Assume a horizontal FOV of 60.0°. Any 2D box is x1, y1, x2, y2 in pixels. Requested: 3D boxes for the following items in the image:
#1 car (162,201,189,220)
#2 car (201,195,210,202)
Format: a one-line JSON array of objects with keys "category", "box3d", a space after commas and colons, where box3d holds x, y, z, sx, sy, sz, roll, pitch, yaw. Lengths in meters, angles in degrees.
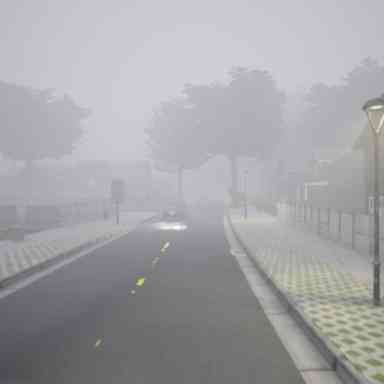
[{"category": "car", "box3d": [-1.396, 1.571, 29.484, 2.128, 1.511, 4.902, 0, 0, 5]}, {"category": "car", "box3d": [3.152, 1.481, 77.944, 2.128, 1.511, 4.902, 0, 0, 5]}]
